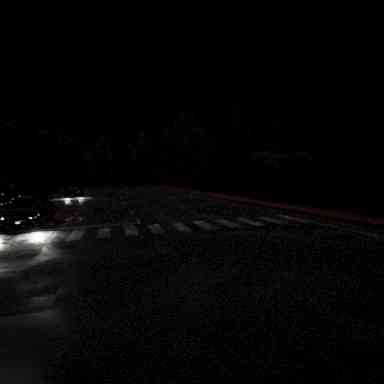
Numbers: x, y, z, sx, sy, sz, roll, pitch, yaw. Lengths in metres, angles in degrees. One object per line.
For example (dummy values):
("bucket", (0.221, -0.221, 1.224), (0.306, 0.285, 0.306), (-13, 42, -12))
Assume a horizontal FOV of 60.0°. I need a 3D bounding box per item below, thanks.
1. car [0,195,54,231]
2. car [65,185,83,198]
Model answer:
("car", (-8.175, 0.972, 16.715), (1.837, 1.490, 4.892), (-3, 4, -15))
("car", (-14.679, -0.099, 41.444), (1.812, 1.442, 4.674), (-3, 3, -15))
